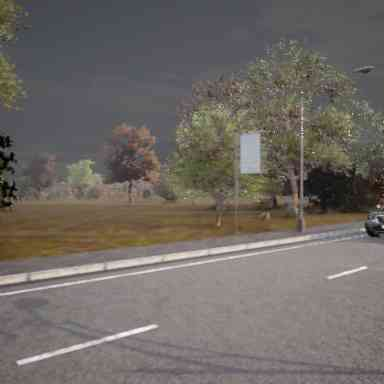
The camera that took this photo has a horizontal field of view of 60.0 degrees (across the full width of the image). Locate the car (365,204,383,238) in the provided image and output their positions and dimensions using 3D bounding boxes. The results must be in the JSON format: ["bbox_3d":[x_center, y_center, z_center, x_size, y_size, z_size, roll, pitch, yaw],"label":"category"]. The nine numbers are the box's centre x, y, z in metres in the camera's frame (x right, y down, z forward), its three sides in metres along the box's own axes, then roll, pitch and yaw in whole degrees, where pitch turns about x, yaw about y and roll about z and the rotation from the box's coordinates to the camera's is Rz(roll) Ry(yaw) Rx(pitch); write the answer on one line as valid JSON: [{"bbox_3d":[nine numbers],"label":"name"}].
[{"bbox_3d":[10.883,1.238,16.703,5.566,2.045,2.150,0,0,-38],"label":"car"}]
